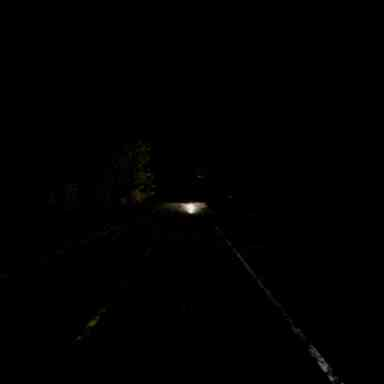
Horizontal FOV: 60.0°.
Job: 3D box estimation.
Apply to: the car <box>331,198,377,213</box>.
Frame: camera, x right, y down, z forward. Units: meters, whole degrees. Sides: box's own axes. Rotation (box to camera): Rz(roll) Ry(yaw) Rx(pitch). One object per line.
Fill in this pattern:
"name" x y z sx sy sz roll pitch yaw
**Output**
"car" 18.287 1.403 37.631 4.553 1.767 2.097 -1 -1 0
